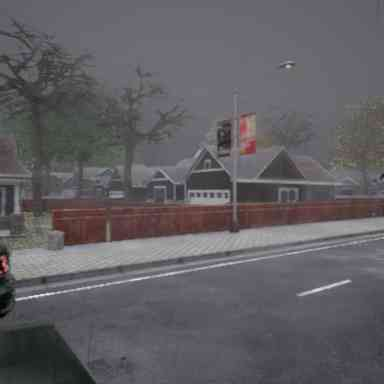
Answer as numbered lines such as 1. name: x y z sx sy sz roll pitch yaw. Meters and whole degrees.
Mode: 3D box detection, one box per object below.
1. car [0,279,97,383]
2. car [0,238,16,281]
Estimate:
1. car: -2.914 1.602 1.607 4.718 1.301 1.895 0 0 -36
2. car: -5.231 1.223 3.946 5.566 2.045 2.150 0 0 -36
